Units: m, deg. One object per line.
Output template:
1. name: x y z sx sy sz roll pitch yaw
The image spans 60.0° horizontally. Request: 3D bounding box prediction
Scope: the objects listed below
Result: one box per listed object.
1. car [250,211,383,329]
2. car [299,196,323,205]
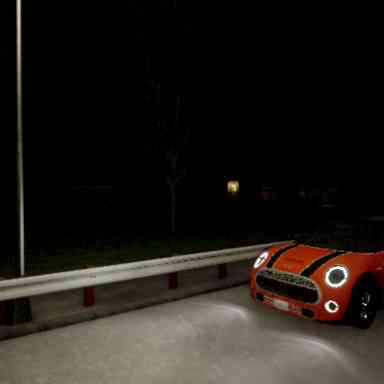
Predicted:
1. car: 3.357 1.324 7.001 4.553 1.767 2.097 0 0 -35
2. car: 18.242 1.380 51.976 1.994 1.385 4.181 0 0 -35
